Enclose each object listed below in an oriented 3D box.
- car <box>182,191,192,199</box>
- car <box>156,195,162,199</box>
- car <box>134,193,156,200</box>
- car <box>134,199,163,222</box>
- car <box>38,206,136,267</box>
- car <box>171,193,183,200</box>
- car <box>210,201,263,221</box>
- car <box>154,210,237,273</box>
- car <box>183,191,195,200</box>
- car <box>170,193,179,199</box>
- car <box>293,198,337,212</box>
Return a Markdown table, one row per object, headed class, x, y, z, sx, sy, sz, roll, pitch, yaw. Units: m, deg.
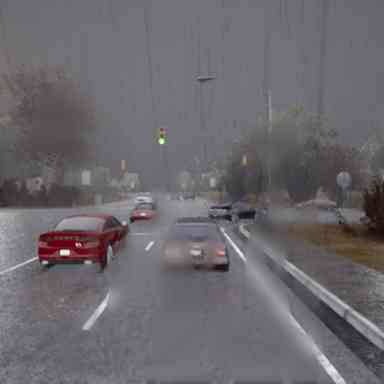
| class | x | y | z | sx | sy | sz | roll | pitch | yaw |
| --- | --- | --- | --- | --- | --- | --- | --- | --- | --- |
| car | -1.348 | 0.823 | 91.103 | 2.150 | 2.045 | 5.566 | 0 | 1 | -7 |
| car | -7.062 | 1.337 | 59.310 | 2.128 | 1.511 | 4.902 | 0 | 0 | 0 |
| car | -7.100 | 1.104 | 49.138 | 2.150 | 2.045 | 5.566 | 0 | 0 | 0 |
| car | -3.403 | 1.510 | 25.151 | 1.994 | 1.385 | 4.181 | 0 | 0 | 0 |
| car | -3.398 | 1.461 | 11.370 | 1.882 | 1.535 | 5.008 | 0 | 0 | 0 |
| car | -4.025 | 1.223 | 80.348 | 2.128 | 1.511 | 4.902 | 0 | 1 | -4 |
| car | 3.315 | 1.440 | 24.489 | 4.902 | 1.511 | 2.128 | 0 | 0 | -45 |
| car | 0.099 | 1.532 | 10.612 | 2.033 | 1.411 | 5.357 | 0 | 0 | 0 |
| car | -0.541 | 0.920 | 80.768 | 2.150 | 2.045 | 5.566 | 0 | 1 | -4 |
| car | -4.792 | 1.128 | 90.373 | 2.128 | 1.511 | 4.902 | 0 | 1 | -7 |
| car | 13.684 | 1.440 | 37.079 | 4.674 | 1.442 | 1.812 | 0 | 0 | -3 |
